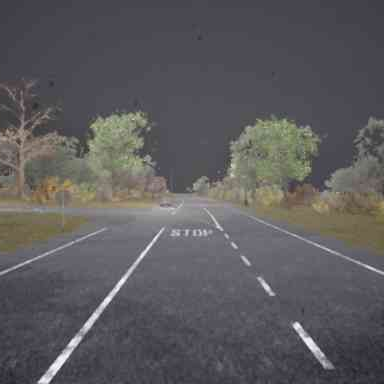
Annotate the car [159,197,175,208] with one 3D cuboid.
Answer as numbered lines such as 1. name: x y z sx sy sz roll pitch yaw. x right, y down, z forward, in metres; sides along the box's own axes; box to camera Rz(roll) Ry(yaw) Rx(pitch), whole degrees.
1. car: -3.525 1.470 46.929 1.837 1.490 4.892 0 1 0
